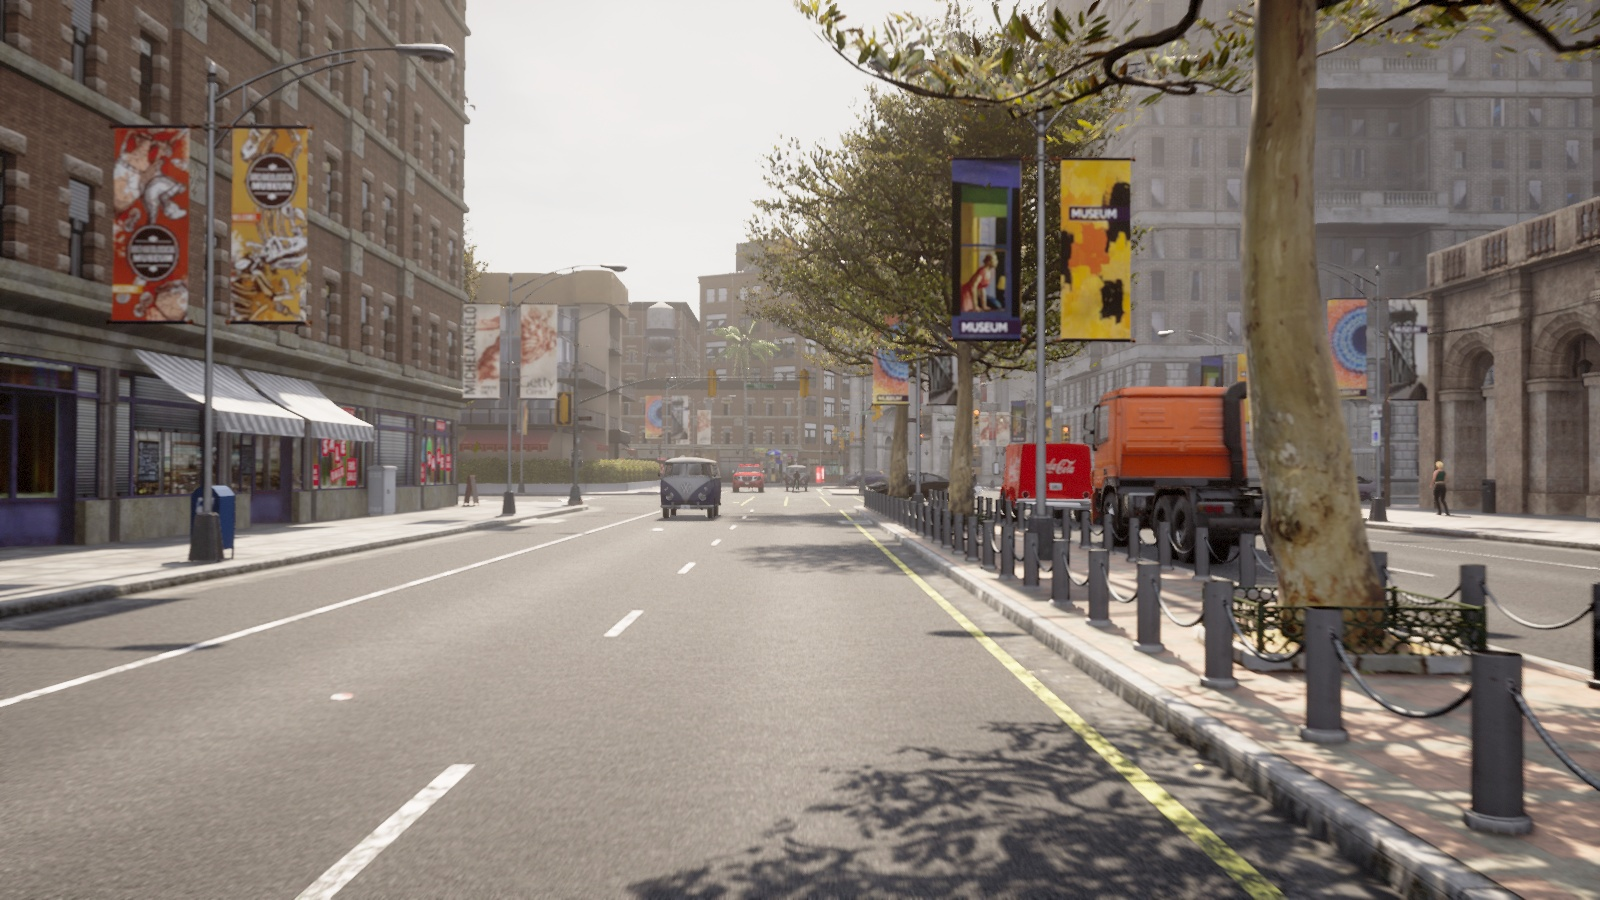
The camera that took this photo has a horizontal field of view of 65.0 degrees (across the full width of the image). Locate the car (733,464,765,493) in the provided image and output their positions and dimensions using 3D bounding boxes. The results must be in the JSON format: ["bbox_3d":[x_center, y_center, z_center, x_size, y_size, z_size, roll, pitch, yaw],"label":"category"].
[{"bbox_3d":[-3.725,2.089,92.029,2.150,2.045,5.566,0,-1,0],"label":"car"}]

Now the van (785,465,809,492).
[{"bbox_3d":[-0.239,2.198,97.331,1.775,1.987,4.442,0,-1,0],"label":"van"}]

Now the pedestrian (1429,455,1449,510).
[{"bbox_3d":[21.401,1.090,42.059,0.345,1.836,0.594,0,-1,0],"label":"pedestrian"}]

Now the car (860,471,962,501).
[{"bbox_3d":[5.852,1.876,66.152,5.008,1.535,1.882,0,-1,-22],"label":"car"}]

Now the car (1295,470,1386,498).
[{"bbox_3d":[29.477,1.858,68.576,4.193,1.474,1.816,0,-1,0],"label":"car"}]

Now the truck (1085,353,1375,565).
[{"bbox_3d":[7.933,0.211,24.508,2.891,3.462,7.936,0,-1,0],"label":"truck"}]

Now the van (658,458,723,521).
[{"bbox_3d":[-3.603,1.283,41.865,1.775,1.987,4.442,0,-1,0],"label":"van"}]

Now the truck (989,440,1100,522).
[{"bbox_3d":[7.793,0.976,40.597,2.627,2.467,5.204,0,-1,1],"label":"truck"}]
